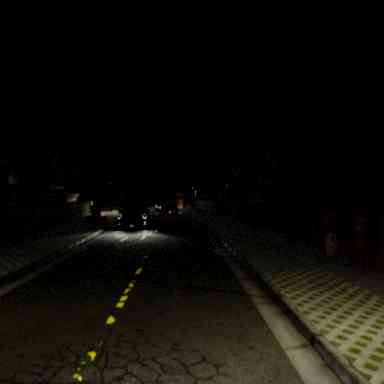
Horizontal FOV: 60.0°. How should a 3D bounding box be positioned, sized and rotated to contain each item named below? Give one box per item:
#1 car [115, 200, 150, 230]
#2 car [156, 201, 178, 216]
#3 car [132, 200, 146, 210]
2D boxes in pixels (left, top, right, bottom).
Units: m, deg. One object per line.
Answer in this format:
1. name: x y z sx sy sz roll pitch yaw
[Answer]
1. car: -3.969 1.556 22.905 2.097 1.767 4.553 0 0 -5
2. car: -2.614 1.851 36.666 1.837 1.490 4.892 0 -1 -8
3. car: -8.536 2.050 53.191 1.837 1.490 4.892 0 -1 -12
